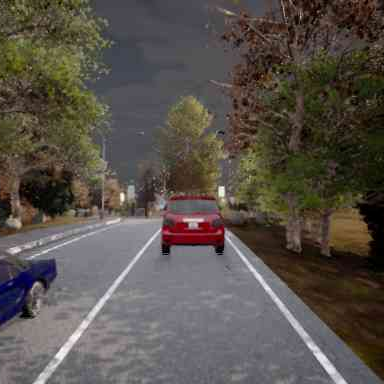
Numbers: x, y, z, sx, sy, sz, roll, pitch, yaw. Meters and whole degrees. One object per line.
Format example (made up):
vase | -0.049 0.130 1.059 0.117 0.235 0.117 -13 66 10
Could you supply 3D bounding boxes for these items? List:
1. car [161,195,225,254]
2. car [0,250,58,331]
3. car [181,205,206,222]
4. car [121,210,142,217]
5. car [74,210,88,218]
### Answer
car | 0.025 1.141 13.103 2.150 2.045 5.566 0 0 0
car | -3.623 1.560 4.481 1.895 1.301 4.718 0 1 0
car | 0.257 2.024 31.784 2.033 1.411 5.357 0 -3 4
car | -13.736 4.826 75.249 4.553 1.767 2.097 1 -4 -38
car | -19.563 3.912 58.954 2.128 1.511 4.902 0 -4 -10
